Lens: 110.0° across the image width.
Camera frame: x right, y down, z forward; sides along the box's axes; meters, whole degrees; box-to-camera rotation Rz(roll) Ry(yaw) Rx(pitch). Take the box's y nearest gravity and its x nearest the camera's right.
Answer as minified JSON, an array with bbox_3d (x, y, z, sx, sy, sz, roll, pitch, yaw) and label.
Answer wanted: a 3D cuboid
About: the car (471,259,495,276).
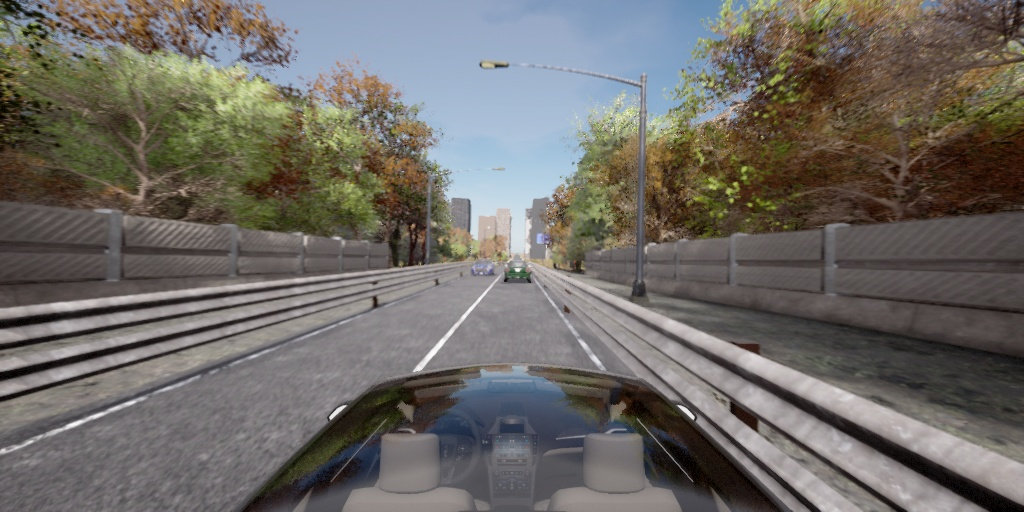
[{"bbox_3d":[-2.863,1.080,36.190,2.097,1.767,4.553,1,0,1],"label":"car"}]

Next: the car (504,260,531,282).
[{"bbox_3d":[0.460,1.130,29.413,2.097,1.767,4.553,1,0,1],"label":"car"}]
